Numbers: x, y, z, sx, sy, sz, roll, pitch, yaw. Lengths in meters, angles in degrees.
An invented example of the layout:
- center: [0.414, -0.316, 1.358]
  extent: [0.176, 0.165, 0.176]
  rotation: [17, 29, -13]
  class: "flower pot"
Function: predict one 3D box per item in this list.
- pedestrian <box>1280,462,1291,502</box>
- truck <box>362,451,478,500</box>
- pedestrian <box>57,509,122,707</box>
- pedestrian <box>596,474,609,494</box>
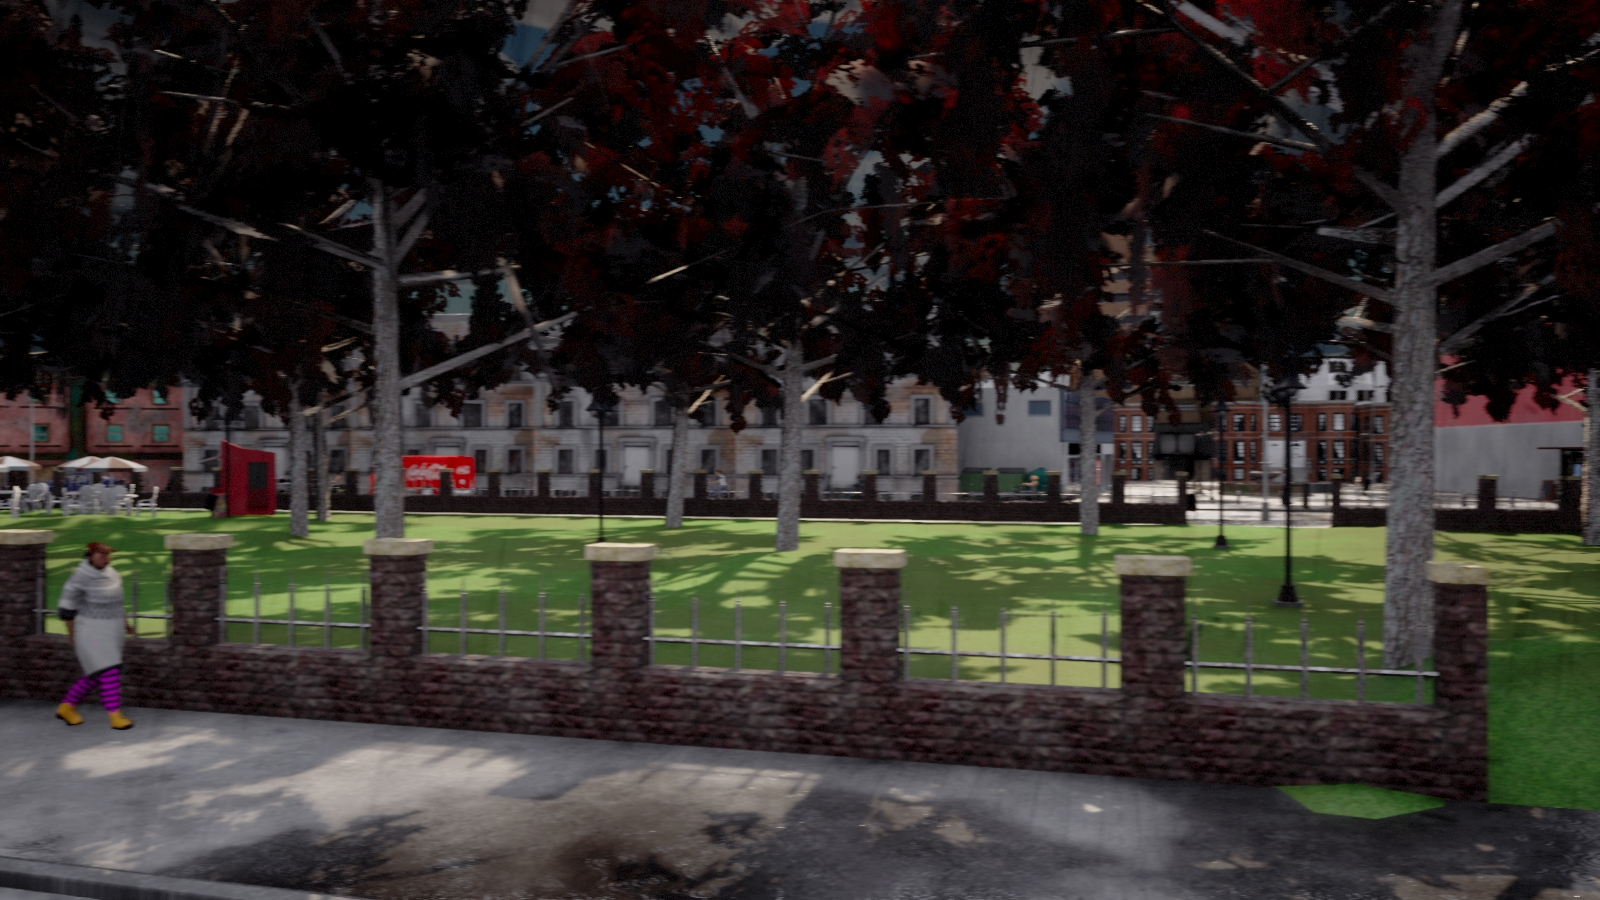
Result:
- center: [22.742, 1.486, 53.494]
  extent: [0.375, 1.860, 0.375]
  rotation: [0, 0, 9]
  class: "pedestrian"
- center: [-19.989, 1.316, 60.170]
  extent: [5.204, 2.467, 2.627]
  rotation: [0, 0, 15]
  class: "truck"
- center: [-6.917, 1.517, 11.129]
  extent: [0.375, 1.860, 0.375]
  rotation: [0, 0, 18]
  class: "pedestrian"
- center: [-10.890, 1.868, 62.937]
  extent: [0.500, 1.100, 0.500]
  rotation: [0, 0, 26]
  class: "pedestrian"
